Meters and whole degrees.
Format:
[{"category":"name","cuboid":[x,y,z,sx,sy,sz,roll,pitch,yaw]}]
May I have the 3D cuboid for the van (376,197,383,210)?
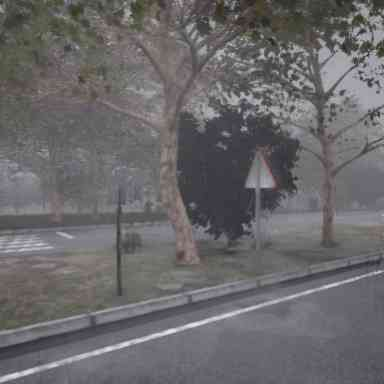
[{"category":"van","cuboid":[29.425,1.748,49.560,1.878,1.987,4.442,2,-1,-36]}]
